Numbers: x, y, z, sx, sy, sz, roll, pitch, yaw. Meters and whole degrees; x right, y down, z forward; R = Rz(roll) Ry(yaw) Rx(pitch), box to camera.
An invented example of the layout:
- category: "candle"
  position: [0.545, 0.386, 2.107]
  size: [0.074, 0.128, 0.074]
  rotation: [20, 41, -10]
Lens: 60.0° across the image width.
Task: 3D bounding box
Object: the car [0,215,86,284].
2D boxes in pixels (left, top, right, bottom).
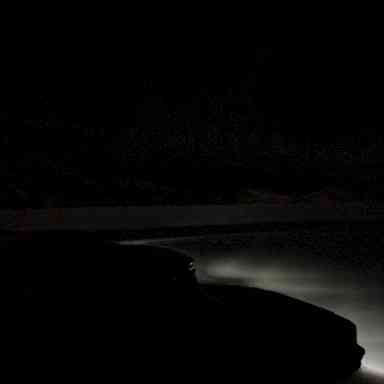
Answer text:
- category: "car"
  position: [-5.673, 1.473, 8.386]
  size: [5.357, 1.411, 2.033]
  rotation: [0, 0, -34]

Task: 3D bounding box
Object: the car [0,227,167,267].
- category: "car"
  position: [-2.238, 1.428, 6.069]
  size: [5.008, 1.535, 1.882]
  rotation: [0, 0, -33]

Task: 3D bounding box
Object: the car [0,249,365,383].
- category: "car"
  position: [-0.683, 1.522, 3.110]
  size: [5.357, 1.411, 2.033]
  rotation: [0, 0, -32]
